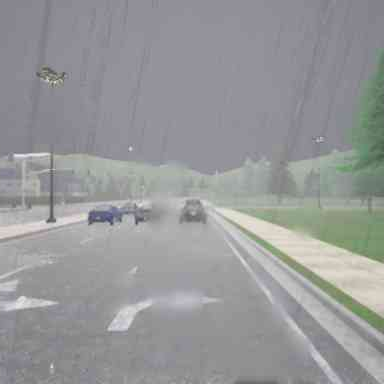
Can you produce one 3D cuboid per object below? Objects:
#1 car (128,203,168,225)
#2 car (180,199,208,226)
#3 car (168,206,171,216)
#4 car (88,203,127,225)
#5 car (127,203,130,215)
[{"bbox_3d":[-3.422,1.799,26.954,2.128,1.511,4.902,0,-1,0],"label":"car"},{"bbox_3d":[0.113,1.655,26.593,2.097,1.767,4.553,0,-1,0],"label":"car"},{"bbox_3d":[-3.481,1.982,38.103,2.033,1.411,5.357,0,-1,0],"label":"car"},{"bbox_3d":[-6.921,1.786,27.033,1.882,1.535,5.008,0,0,0],"label":"car"},{"bbox_3d":[-6.979,1.982,38.165,2.033,1.411,5.357,0,-1,0],"label":"car"}]
